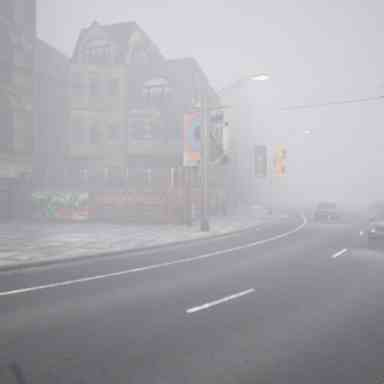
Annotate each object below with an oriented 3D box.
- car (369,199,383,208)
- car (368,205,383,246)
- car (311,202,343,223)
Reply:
[{"bbox_3d":[21.554,1.541,37.805,1.882,1.535,5.008,0,0,16],"label":"car"},{"bbox_3d":[8.990,1.551,14.813,1.812,1.442,4.674,0,0,32],"label":"car"},{"bbox_3d":[10.488,1.544,25.979,1.837,1.490,4.892,0,0,19],"label":"car"}]
